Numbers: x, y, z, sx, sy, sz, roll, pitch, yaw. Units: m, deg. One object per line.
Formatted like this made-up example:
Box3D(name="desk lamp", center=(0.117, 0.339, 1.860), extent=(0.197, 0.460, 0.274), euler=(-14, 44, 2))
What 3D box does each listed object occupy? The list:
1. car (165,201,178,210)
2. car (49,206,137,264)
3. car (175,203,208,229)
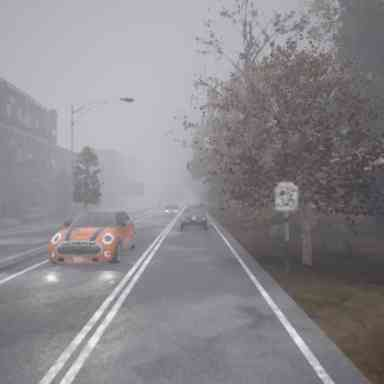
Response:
Box3D(name="car", center=(-3.194, 2.198, 53.099), extent=(1.994, 1.385, 4.181), euler=(0, -1, 1))
Box3D(name="car", center=(-3.341, 1.425, 12.017), extent=(2.097, 1.767, 4.553), euler=(0, -1, 0))
Box3D(name="car", center=(0.127, 1.747, 23.350), extent=(2.033, 1.411, 5.357), euler=(0, -1, 0))
